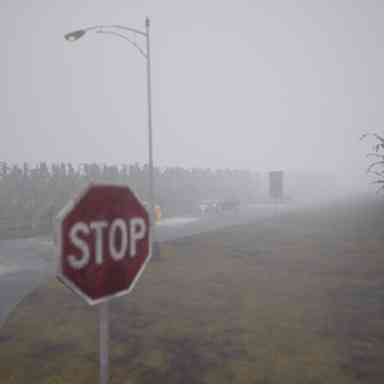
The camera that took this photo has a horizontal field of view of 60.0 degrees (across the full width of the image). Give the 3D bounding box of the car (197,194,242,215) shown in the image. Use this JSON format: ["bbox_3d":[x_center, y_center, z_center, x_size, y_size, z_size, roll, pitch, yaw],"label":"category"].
[{"bbox_3d":[2.254,0.913,26.544,2.128,1.511,4.902,-1,2,36],"label":"car"}]

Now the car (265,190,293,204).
[{"bbox_3d":[9.719,0.516,36.821,1.812,1.442,4.674,0,2,37],"label":"car"}]

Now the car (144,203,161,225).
[{"bbox_3d":[-3.858,1.232,18.177,1.882,1.535,5.008,0,2,37],"label":"car"}]
